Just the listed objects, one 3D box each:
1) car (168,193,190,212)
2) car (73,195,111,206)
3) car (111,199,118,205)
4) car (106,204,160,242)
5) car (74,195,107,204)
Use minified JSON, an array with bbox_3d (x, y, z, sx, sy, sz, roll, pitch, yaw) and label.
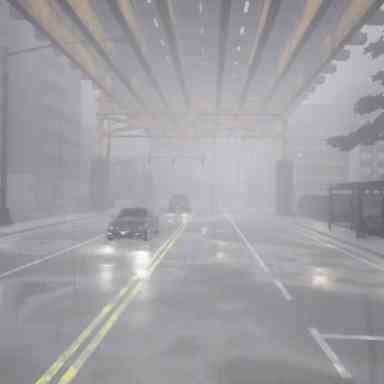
[{"bbox_3d":[-1.364,1.201,38.250,2.150,2.045,5.566,1,0,3],"label":"car"},{"bbox_3d":[-14.451,1.228,47.340,4.974,1.542,2.038,1,0,28],"label":"car"},{"bbox_3d":[-13.886,1.238,51.473,4.974,1.542,2.038,1,0,-17],"label":"car"},{"bbox_3d":[-2.734,1.463,16.318,1.837,1.490,4.892,1,0,3],"label":"car"},{"bbox_3d":[-14.495,1.070,47.364,4.536,1.218,1.853,1,0,28],"label":"car"}]
